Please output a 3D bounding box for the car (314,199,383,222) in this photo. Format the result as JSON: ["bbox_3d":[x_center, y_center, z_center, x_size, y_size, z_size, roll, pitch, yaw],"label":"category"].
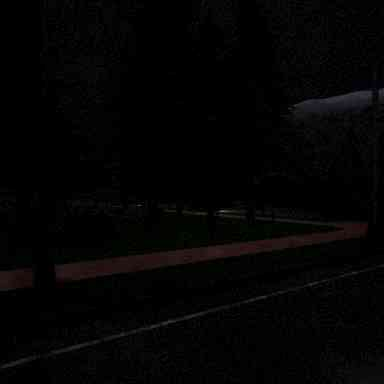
[{"bbox_3d":[12.717,1.533,26.024,2.033,1.411,5.357,0,0,-37],"label":"car"}]

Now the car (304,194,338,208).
[{"bbox_3d":[16.764,1.160,42.243,4.605,1.855,1.932,0,0,-37],"label":"car"}]

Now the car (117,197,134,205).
[{"bbox_3d":[-11.055,1.558,57.120,1.994,1.385,4.181,0,0,-43],"label":"car"}]

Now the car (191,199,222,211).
[{"bbox_3d":[1.721,1.550,40.766,1.994,1.385,4.181,0,0,-37],"label":"car"}]

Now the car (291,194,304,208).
[{"bbox_3d":[14.947,1.162,44.024,3.866,1.878,1.905,0,0,-37],"label":"car"}]
